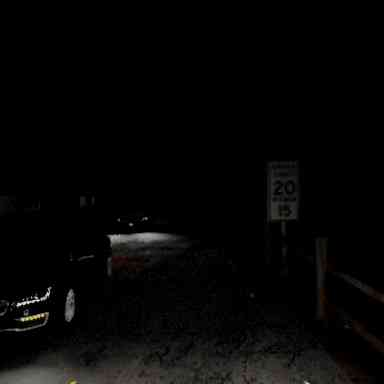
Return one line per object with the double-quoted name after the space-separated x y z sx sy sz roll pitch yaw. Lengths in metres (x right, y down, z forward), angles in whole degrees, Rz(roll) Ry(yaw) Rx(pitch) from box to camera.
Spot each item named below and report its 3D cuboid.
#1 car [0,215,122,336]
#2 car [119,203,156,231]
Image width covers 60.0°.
-2.954 1.486 6.971 1.837 1.490 4.892 -1 0 -1 "car"
-3.196 1.408 19.613 1.812 1.442 4.674 -1 0 -1 "car"
